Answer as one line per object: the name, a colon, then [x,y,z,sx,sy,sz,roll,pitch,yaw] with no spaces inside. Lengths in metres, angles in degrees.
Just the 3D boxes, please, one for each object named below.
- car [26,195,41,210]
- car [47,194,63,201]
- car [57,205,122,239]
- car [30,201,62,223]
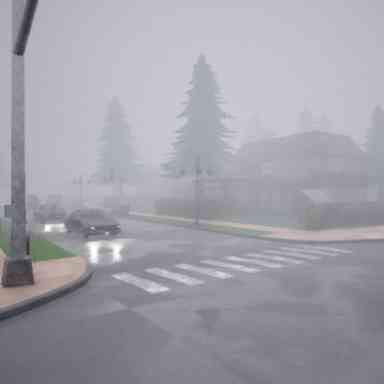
car: [-19.304,1.380,39.336,2.150,2.045,5.566,0,0,-28]
car: [-22.239,1.378,53.853,2.150,2.045,5.566,0,0,-22]
car: [-5.839,1.707,19.054,2.033,1.411,5.357,0,0,-35]
car: [-11.565,1.723,27.218,1.994,1.385,4.181,0,0,-35]
